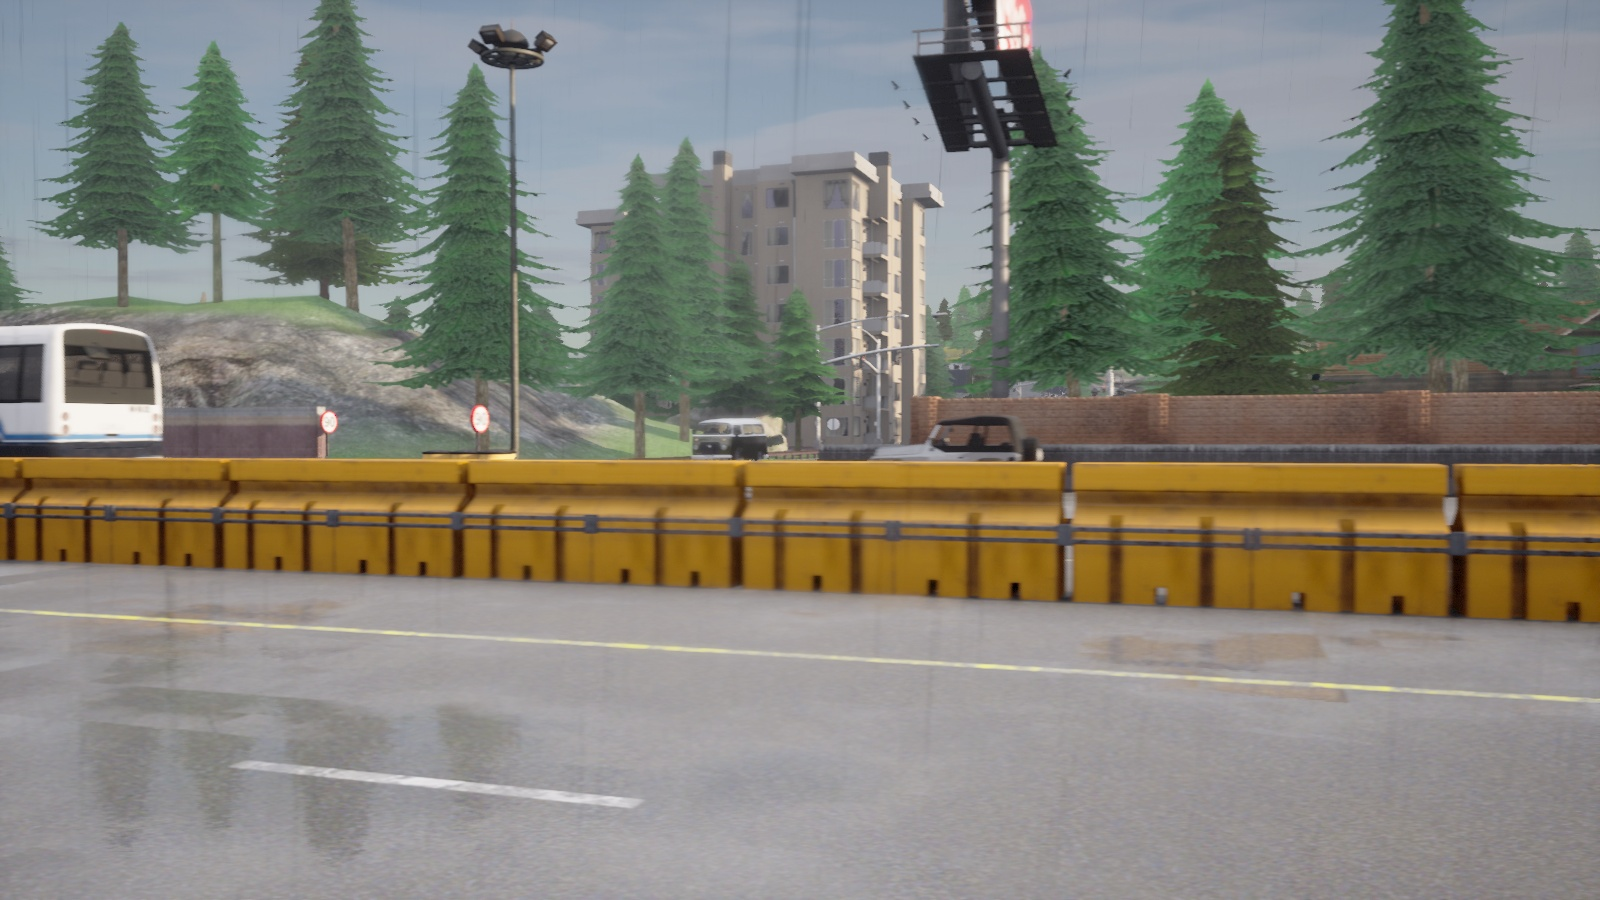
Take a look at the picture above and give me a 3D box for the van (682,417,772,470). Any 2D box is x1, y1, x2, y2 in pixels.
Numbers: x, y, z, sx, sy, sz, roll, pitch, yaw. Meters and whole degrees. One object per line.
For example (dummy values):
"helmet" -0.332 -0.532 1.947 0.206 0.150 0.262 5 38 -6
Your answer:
"van" -2.921 -0.301 51.233 2.069 2.038 4.480 1 1 19

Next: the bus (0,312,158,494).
"bus" -22.439 -1.161 32.880 10.273 4.253 3.944 1 1 19

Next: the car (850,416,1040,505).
"car" 3.243 0.187 27.948 3.866 1.878 1.905 1 1 19
